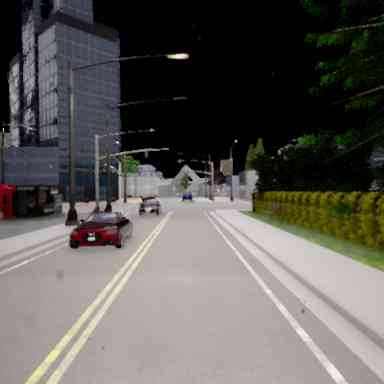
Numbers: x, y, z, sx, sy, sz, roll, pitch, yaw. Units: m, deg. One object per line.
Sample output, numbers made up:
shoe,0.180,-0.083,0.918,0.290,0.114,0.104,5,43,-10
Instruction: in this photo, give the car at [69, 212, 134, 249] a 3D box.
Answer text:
car,-3.775,1.559,14.427,1.994,1.385,4.181,-1,0,-1

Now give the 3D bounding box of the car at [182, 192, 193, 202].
car,-0.977,0.994,69.312,2.150,2.045,5.566,-1,0,-1

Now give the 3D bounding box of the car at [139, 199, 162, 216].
car,-3.935,1.432,31.947,2.128,1.511,4.902,-1,0,-1
